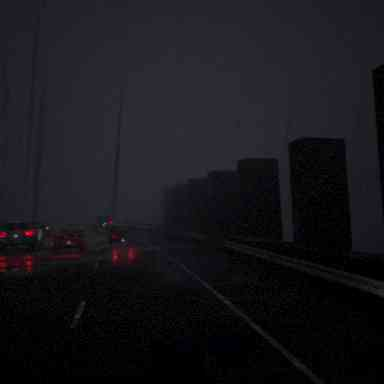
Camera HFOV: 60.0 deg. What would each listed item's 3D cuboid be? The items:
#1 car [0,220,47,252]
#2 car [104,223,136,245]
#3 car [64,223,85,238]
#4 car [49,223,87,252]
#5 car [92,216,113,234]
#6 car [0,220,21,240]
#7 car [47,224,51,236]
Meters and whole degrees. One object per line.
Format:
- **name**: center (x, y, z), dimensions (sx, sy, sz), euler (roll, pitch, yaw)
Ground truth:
- **car**: center (-12.512, 3.161, 24.688), dimensions (2.150, 2.045, 5.566), euler (-1, -4, -17)
- **car**: center (-5.618, 3.333, 26.054), dimensions (1.895, 1.301, 4.718), euler (-1, -3, -17)
- **car**: center (-13.242, 4.231, 37.237), dimensions (2.033, 1.411, 5.357), euler (-1, -3, -21)
- **car**: center (-8.370, 3.152, 23.014), dimensions (1.882, 1.535, 5.008), euler (-1, -3, -17)
- **car**: center (-11.282, 4.076, 41.803), dimensions (2.150, 2.045, 5.566), euler (-1, -4, -22)
- **car**: center (-21.200, 4.294, 38.331), dimensions (2.150, 2.045, 5.566), euler (-1, -4, -22)
- **car**: center (-18.192, 4.408, 40.148), dimensions (2.097, 1.767, 4.553), euler (-1, -3, -22)
